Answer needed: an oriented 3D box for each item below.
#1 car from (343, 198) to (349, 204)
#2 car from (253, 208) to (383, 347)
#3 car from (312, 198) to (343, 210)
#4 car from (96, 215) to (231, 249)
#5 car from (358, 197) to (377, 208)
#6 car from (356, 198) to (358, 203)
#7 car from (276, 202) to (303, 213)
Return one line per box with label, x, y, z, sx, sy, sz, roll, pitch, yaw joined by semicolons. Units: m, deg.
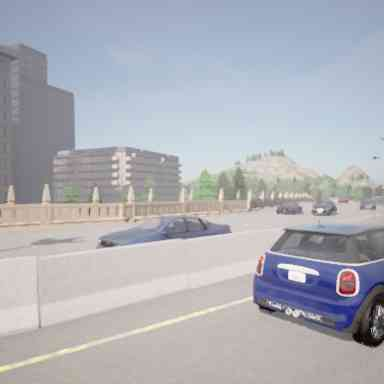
car;32.080;1.881;70.272;1.895;1.301;4.718;-1;0;26
car;3.317;1.369;6.661;4.553;1.767;2.097;0;0;-39
car;13.586;1.627;34.001;2.128;1.511;4.902;0;0;33
car;-0.772;1.597;12.495;5.357;1.411;2.033;0;0;-40
car;23.625;1.689;44.646;1.812;1.442;4.674;-1;0;26
car;41.035;1.861;80.913;2.033;1.411;5.357;-1;-1;26
car;10.544;1.723;35.734;1.994;1.385;4.181;0;0;33
